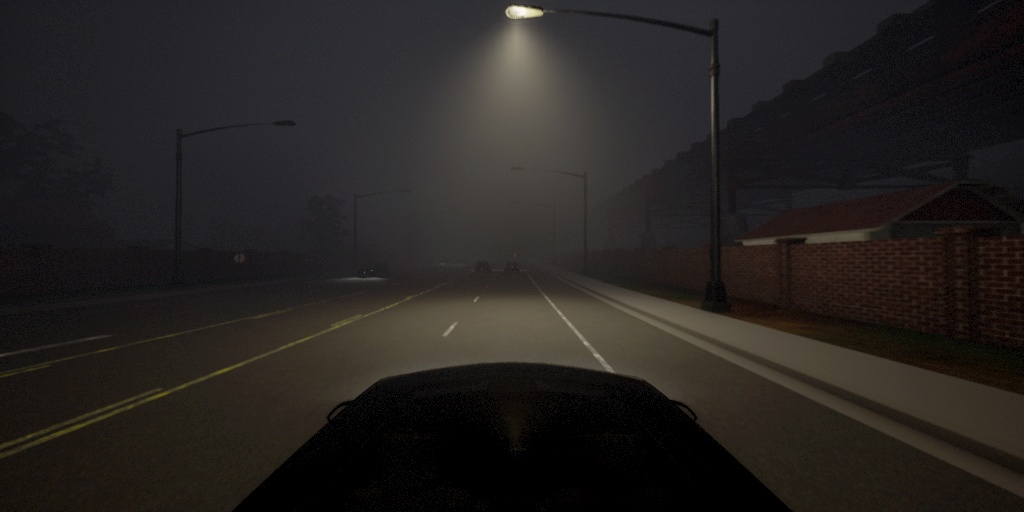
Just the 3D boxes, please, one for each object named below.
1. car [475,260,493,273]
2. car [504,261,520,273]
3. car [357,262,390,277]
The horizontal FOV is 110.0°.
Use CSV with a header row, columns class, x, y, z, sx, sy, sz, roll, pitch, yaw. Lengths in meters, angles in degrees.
class,x,y,z,sx,sy,sz,roll,pitch,yaw
car,-3.470,1.247,43.858,1.837,1.490,4.892,0,1,0
car,0.027,1.291,43.648,2.033,1.411,5.357,0,1,0
car,-13.996,1.330,36.515,1.837,1.490,4.892,0,0,0
